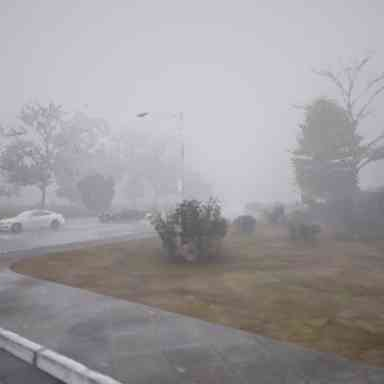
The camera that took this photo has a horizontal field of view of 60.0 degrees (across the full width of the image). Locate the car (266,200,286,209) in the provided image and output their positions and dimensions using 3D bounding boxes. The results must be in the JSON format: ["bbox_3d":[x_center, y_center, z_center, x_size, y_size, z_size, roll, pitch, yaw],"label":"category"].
[{"bbox_3d":[14.941,2.135,58.919,1.837,1.490,4.892,-2,-2,33],"label":"car"}]

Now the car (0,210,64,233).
[{"bbox_3d":[-11.577,2.045,24.088,1.812,1.442,4.674,-2,-1,34],"label":"car"}]

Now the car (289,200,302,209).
[{"bbox_3d":[17.290,2.055,56.111,2.033,1.411,5.357,-2,-2,32],"label":"car"}]

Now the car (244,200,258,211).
[{"bbox_3d":[9.508,2.049,50.390,1.837,1.490,4.892,-2,-2,32],"label":"car"}]

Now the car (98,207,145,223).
[{"bbox_3d":[-6.635,2.135,31.681,1.895,1.301,4.718,-2,-1,33],"label":"car"}]

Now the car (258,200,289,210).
[{"bbox_3d":[11.607,1.966,47.147,2.033,1.411,5.357,-2,-2,32],"label":"car"}]
